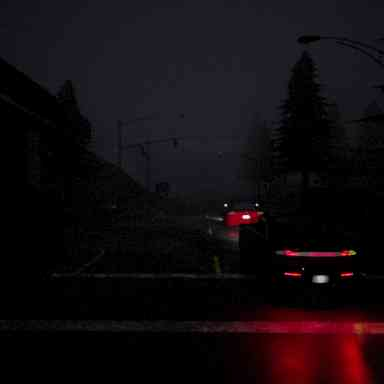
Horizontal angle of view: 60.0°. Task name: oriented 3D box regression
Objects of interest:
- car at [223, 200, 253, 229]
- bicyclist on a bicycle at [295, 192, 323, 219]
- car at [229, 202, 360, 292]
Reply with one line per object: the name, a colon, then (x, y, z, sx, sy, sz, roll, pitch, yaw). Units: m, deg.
car: (2.739, 1.130, 18.193, 1.994, 1.385, 4.181, -1, 2, 3)
bicyclist on a bicycle: (6.590, 0.844, 18.778, 1.656, 1.620, 0.582, 0, 1, 2)
car: (2.298, 1.243, 8.248, 2.128, 1.511, 4.902, 0, 2, 1)
